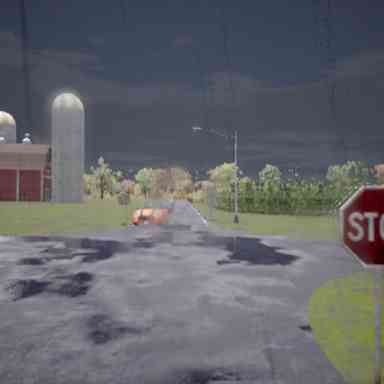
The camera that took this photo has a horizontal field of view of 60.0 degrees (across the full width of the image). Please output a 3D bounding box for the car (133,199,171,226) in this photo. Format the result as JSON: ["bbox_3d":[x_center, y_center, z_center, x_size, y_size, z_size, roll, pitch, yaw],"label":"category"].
[{"bbox_3d":[-3.118,1.594,25.803,2.097,1.767,4.553,0,-1,3],"label":"car"}]

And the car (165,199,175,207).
[{"bbox_3d":[-4.216,2.132,64.945,1.812,1.442,4.674,0,-1,-2],"label":"car"}]

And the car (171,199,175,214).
[{"bbox_3d":[-3.386,1.869,41.917,1.882,1.535,5.008,0,0,-2],"label":"car"}]
